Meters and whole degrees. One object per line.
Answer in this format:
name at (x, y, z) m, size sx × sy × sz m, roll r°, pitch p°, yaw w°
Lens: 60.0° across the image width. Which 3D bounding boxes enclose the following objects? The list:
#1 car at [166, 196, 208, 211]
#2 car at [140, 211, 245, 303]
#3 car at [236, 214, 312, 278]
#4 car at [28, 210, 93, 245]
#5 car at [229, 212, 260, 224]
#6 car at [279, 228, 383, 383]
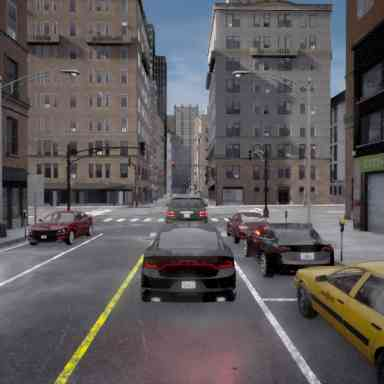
car at (-0.291, 1.215, 18.434) m, size 2.150 × 2.045 × 5.566 m, roll 0°, pitch 0°, yaw -1°
car at (-0.083, 1.475, 8.304) m, size 1.882 × 1.535 × 5.008 m, roll 0°, pitch 0°, yaw -1°
car at (2.715, 1.563, 9.997) m, size 1.947 × 1.339 × 4.313 m, roll -1°, pitch 0°, yaw -1°
car at (-5.919, 1.539, 15.442) m, size 1.887 × 1.381 × 4.507 m, roll -1°, pitch 0°, yaw -1°
car at (2.625, 1.576, 15.582) m, size 1.802 × 1.307 × 4.206 m, roll -1°, pitch 0°, yaw -1°
car at (2.801, 1.524, 4.581) m, size 1.752 × 1.417 × 4.829 m, roll -1°, pitch 0°, yaw -1°
